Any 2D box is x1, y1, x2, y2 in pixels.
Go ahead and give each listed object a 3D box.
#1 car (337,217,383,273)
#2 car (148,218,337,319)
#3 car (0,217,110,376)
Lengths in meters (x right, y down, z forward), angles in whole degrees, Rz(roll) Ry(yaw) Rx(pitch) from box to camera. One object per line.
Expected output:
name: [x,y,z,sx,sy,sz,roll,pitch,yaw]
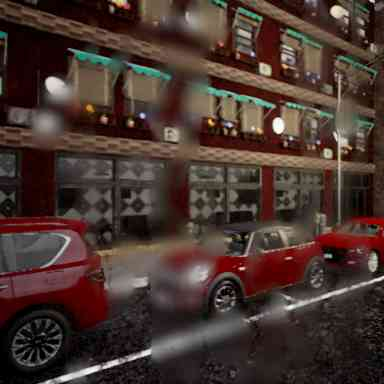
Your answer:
car: [5.651,1.534,10.596,4.507,1.381,1.887,0,0,-36]
car: [1.064,1.435,7.320,4.097,1.590,1.967,0,0,-36]
car: [-3.522,1.316,4.044,5.009,1.841,2.192,0,0,-36]
